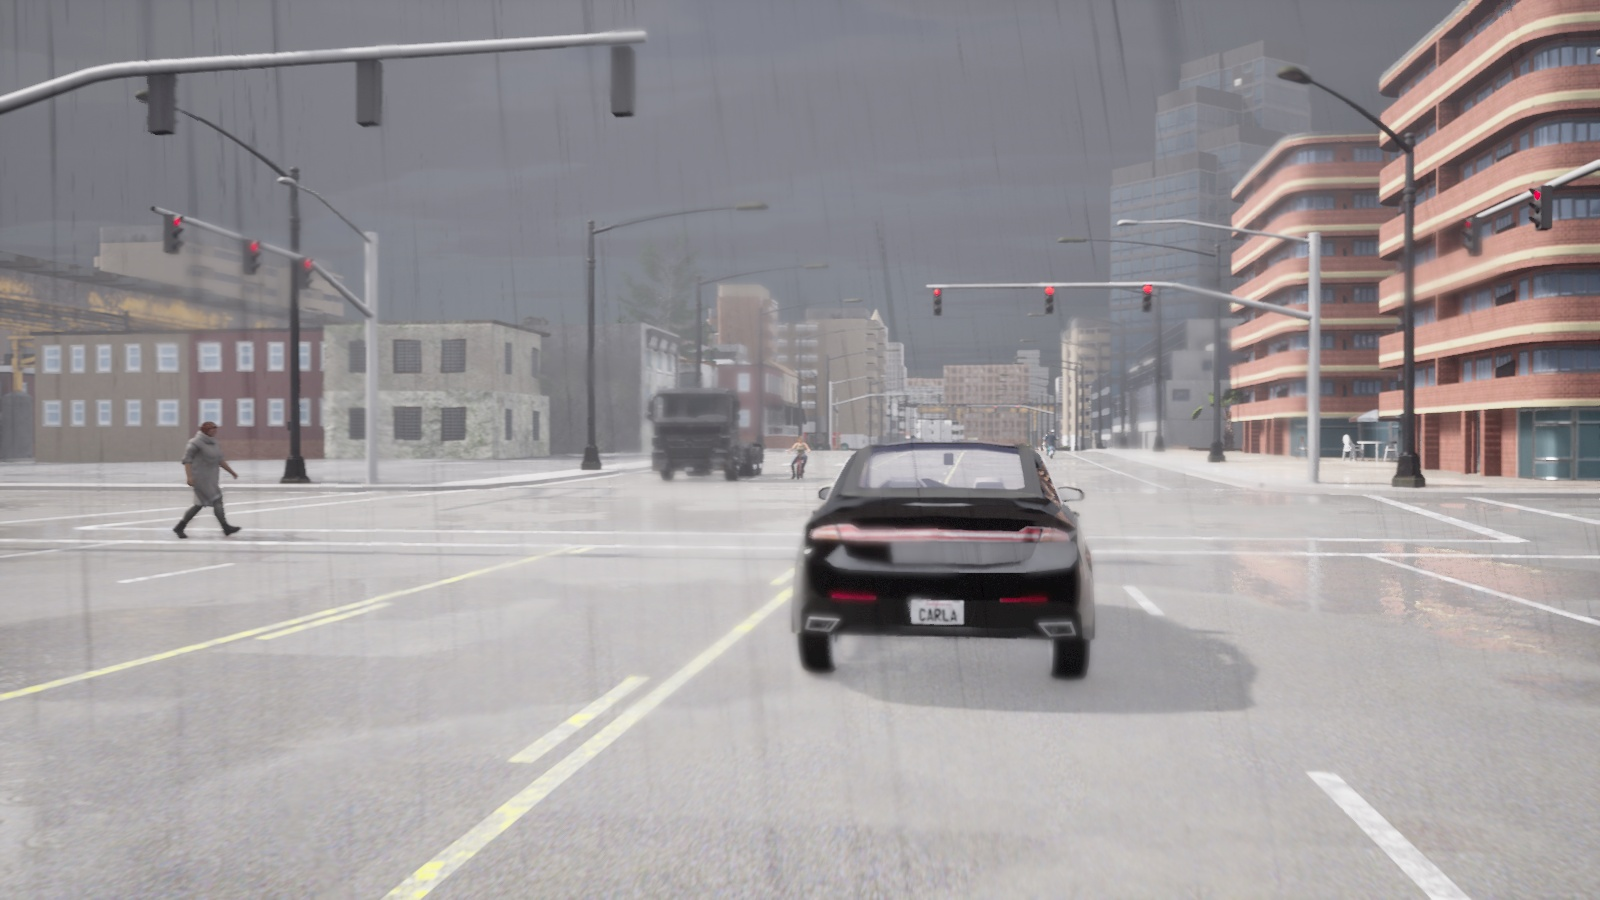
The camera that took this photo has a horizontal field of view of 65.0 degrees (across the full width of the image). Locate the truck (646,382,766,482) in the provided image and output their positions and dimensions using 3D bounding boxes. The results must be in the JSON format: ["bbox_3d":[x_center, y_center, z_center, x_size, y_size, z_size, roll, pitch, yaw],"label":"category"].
[{"bbox_3d":[-3.382,-0.688,47.693,2.891,3.462,7.936,0,1,8],"label":"truck"}]

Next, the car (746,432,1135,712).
[{"bbox_3d":[1.088,0.643,9.351,2.128,1.511,4.902,0,0,8],"label":"car"}]

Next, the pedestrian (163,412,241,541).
[{"bbox_3d":[-9.173,0.396,19.277,0.873,1.952,0.659,0,0,4],"label":"pedestrian"}]
